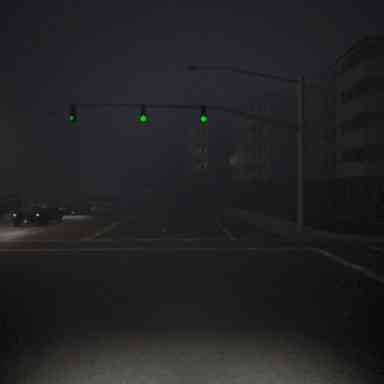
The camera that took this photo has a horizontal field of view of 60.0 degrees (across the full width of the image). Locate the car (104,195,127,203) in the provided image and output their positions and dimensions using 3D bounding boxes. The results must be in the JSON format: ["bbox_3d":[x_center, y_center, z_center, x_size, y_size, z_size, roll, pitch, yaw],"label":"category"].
[{"bbox_3d":[-14.731,1.273,63.896,4.902,1.511,2.128,0,0,44],"label":"car"}]

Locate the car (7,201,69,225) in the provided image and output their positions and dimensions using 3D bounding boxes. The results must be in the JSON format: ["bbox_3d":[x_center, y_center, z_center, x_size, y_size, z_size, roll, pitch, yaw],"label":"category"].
[{"bbox_3d":[-10.557,1.537,23.190,1.895,1.301,4.718,0,0,-2],"label":"car"}]

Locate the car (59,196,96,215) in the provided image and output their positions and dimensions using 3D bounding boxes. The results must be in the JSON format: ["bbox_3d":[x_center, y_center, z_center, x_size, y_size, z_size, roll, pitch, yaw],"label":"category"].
[{"bbox_3d":[-11.186,1.448,32.813,2.033,1.411,5.357,0,0,-8],"label":"car"}]

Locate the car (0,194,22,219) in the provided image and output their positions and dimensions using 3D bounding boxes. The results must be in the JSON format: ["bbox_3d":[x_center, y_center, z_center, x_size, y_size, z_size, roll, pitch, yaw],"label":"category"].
[{"bbox_3d":[-14.063,1.147,23.601,2.150,2.045,5.566,0,0,-2],"label":"car"}]

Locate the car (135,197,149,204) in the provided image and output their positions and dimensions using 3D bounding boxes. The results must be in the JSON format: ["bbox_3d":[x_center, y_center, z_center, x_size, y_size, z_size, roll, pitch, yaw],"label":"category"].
[{"bbox_3d":[-9.131,1.421,56.894,1.895,1.301,4.718,0,0,-34],"label":"car"}]

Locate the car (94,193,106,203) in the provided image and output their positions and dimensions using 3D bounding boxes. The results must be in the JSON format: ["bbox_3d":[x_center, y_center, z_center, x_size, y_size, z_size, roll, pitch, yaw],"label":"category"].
[{"bbox_3d":[-17.575,1.134,61.796,4.553,1.767,2.097,0,0,44],"label":"car"}]

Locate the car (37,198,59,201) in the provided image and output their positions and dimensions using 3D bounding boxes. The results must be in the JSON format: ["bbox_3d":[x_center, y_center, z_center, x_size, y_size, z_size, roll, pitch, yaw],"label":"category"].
[{"bbox_3d":[-14.818,1.415,33.330,1.812,1.442,4.674,0,0,-10],"label":"car"}]

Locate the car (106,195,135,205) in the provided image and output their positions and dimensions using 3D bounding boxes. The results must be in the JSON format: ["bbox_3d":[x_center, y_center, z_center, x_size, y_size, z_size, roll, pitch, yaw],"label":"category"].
[{"bbox_3d":[-11.712,1.370,54.468,2.033,1.411,5.357,0,0,-34],"label":"car"}]

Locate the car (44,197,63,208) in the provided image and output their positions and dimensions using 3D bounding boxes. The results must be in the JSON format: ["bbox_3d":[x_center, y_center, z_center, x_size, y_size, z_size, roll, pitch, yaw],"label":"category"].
[{"bbox_3d":[-19.530,1.431,46.835,1.895,1.301,4.718,0,0,-30],"label":"car"}]
